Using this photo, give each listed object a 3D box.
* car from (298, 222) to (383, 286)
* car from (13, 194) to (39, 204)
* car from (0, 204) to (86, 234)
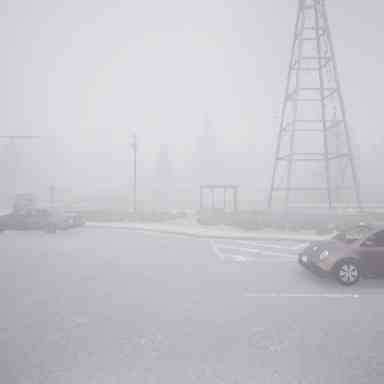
[{"bbox_3d":[4.890,1.521,8.735,3.905,1.438,1.784,0,0,0],"label":"car"},{"bbox_3d":[-18.516,1.221,37.185,2.150,2.045,5.566,0,0,-21],"label":"car"},{"bbox_3d":[-8.768,1.548,18.570,5.357,1.411,2.033,0,0,7],"label":"car"}]
